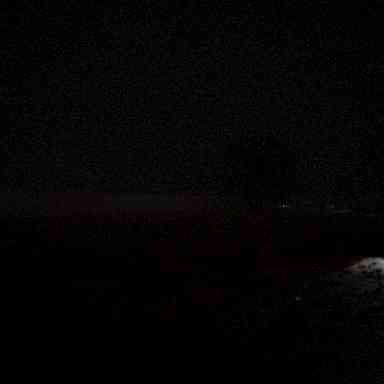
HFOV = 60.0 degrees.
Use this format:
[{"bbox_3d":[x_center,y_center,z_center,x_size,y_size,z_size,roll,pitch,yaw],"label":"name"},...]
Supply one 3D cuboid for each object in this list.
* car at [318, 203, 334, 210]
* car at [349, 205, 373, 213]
[{"bbox_3d":[27.866,3.002,69.168,1.895,1.301,4.718,1,-1,4],"label":"car"},{"bbox_3d":[26.837,2.678,53.057,1.895,1.301,4.718,1,-1,5],"label":"car"}]
